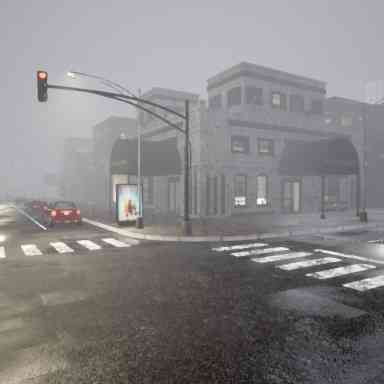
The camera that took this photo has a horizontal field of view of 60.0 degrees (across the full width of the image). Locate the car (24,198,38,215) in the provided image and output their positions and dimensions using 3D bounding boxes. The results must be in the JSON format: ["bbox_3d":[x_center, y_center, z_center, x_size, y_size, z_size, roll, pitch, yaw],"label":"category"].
[{"bbox_3d":[-14.285,1.385,31.151,1.802,1.307,4.206,-1,1,-31],"label":"car"}]

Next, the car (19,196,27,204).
[{"bbox_3d":[-17.213,1.331,36.038,2.008,1.369,4.403,-1,1,-31],"label":"car"}]

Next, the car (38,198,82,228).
[{"bbox_3d":[-8.431,1.289,21.376,1.967,1.590,4.097,-1,1,-31],"label":"car"}]

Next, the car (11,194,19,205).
[{"bbox_3d":[-25.996,1.269,50.698,2.008,1.369,4.403,-1,1,-31],"label":"car"}]
